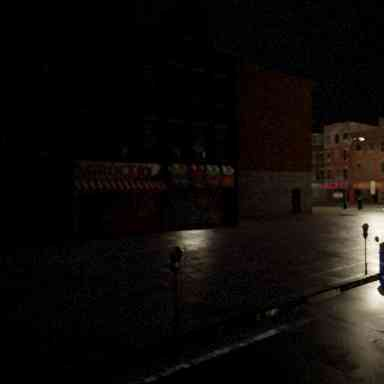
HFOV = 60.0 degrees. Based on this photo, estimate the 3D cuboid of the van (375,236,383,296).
[{"bbox_3d":[5.252,1.260,6.563,3.998,1.788,1.690,-1,0,-35],"label":"van"}]
